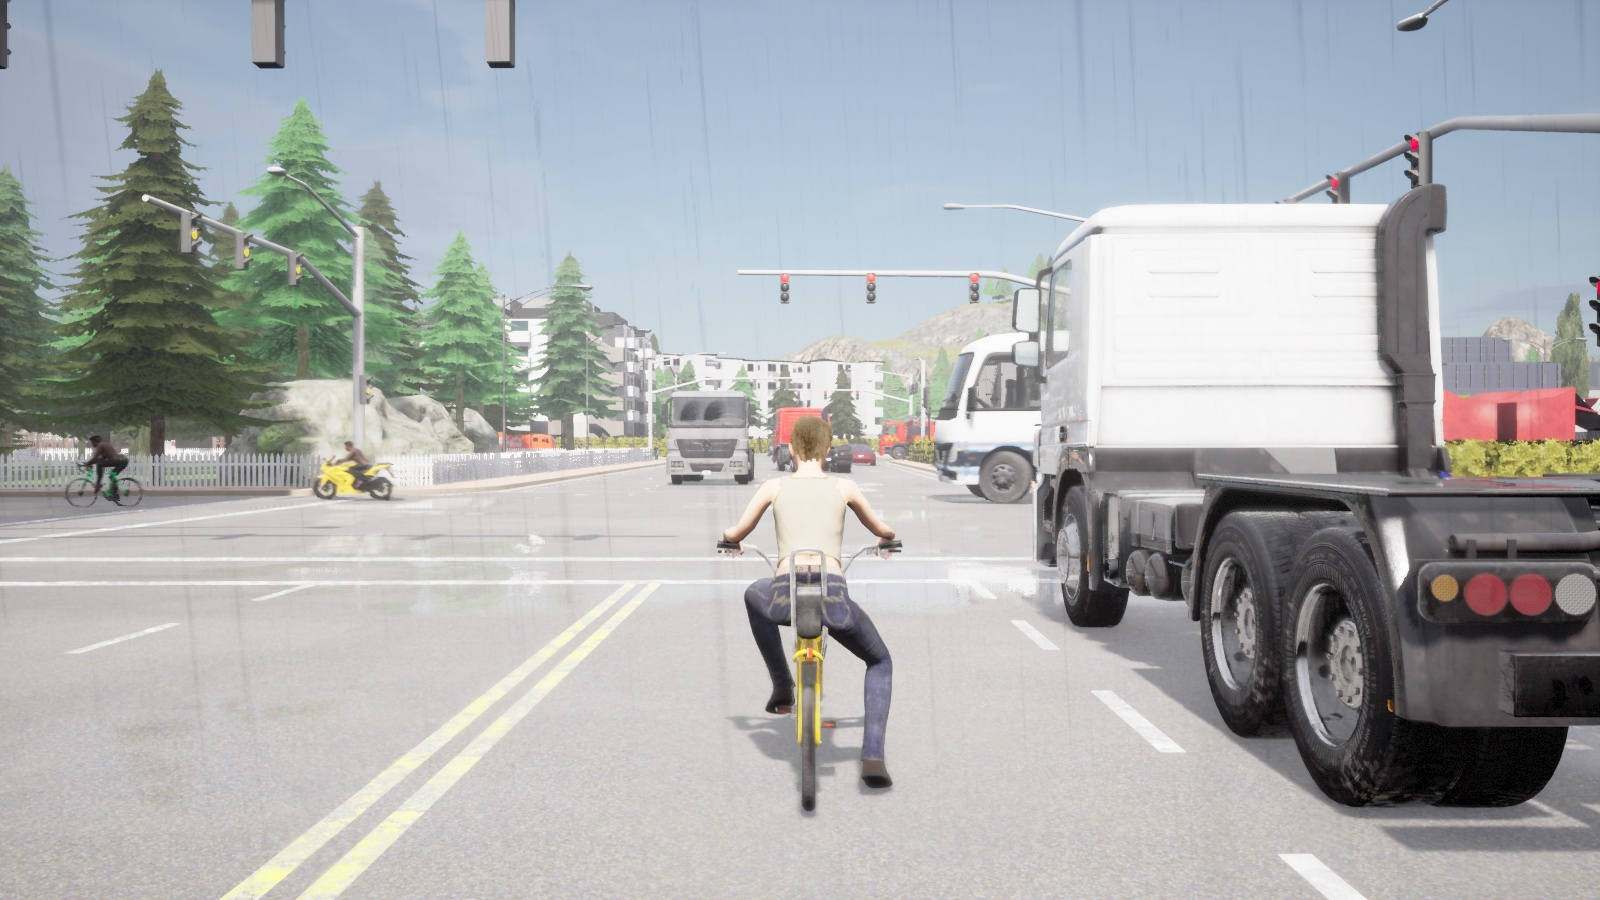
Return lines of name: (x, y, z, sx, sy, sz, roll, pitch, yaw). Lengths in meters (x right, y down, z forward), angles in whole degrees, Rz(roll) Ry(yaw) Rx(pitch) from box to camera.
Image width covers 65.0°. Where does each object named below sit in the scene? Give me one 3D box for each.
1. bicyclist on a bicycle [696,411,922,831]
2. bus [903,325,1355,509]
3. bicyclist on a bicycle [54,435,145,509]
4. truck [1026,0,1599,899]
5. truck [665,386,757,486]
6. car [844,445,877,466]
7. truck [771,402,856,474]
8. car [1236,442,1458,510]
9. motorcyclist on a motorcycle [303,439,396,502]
bicyclist on a bicycle: (0.042, 0.652, 5.576, 0.866, 1.612, 1.509, 0, 0, 1)
bus: (7.866, -0.840, 31.462, 10.273, 4.253, 3.944, 0, 2, 0)
bicyclist on a bicycle: (-15.569, 0.474, 27.933, 1.656, 1.620, 0.582, 0, 1, -5)
truck: (3.559, -0.277, 7.884, 2.891, 3.462, 7.936, 0, 0, 0)
truck: (-3.224, -0.507, 47.641, 2.891, 3.462, 7.936, 0, 0, 0)
car: (3.964, 0.346, 82.889, 1.994, 1.385, 4.181, 0, 0, 1)
truck: (0.596, -0.601, 64.831, 2.891, 3.462, 7.936, 0, 0, -11)
car: (12.225, 0.556, 28.222, 4.193, 1.474, 1.816, 0, 0, -1)
motorcyclist on a motorcycle: (-11.352, 0.506, 31.675, 2.044, 1.523, 0.797, 1, 0, -1)
